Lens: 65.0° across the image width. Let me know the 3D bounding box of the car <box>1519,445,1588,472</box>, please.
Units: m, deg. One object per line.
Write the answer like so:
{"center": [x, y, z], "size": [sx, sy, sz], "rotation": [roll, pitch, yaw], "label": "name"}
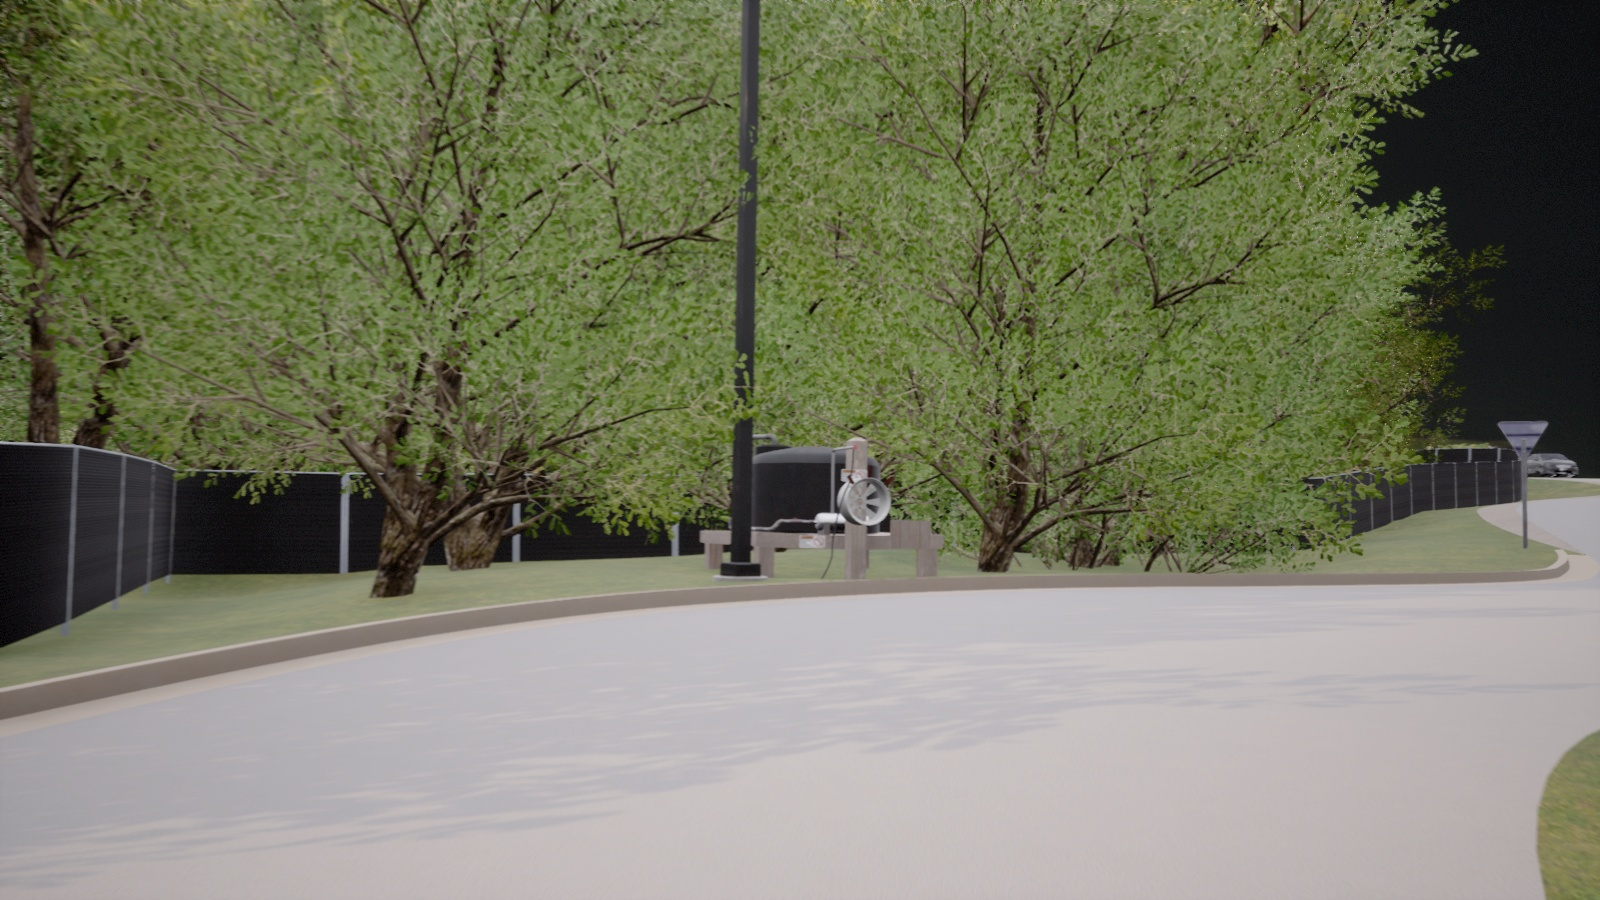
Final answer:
{"center": [44.799, 0.542, 74.822], "size": [2.128, 1.511, 4.902], "rotation": [1, -1, 13], "label": "car"}
